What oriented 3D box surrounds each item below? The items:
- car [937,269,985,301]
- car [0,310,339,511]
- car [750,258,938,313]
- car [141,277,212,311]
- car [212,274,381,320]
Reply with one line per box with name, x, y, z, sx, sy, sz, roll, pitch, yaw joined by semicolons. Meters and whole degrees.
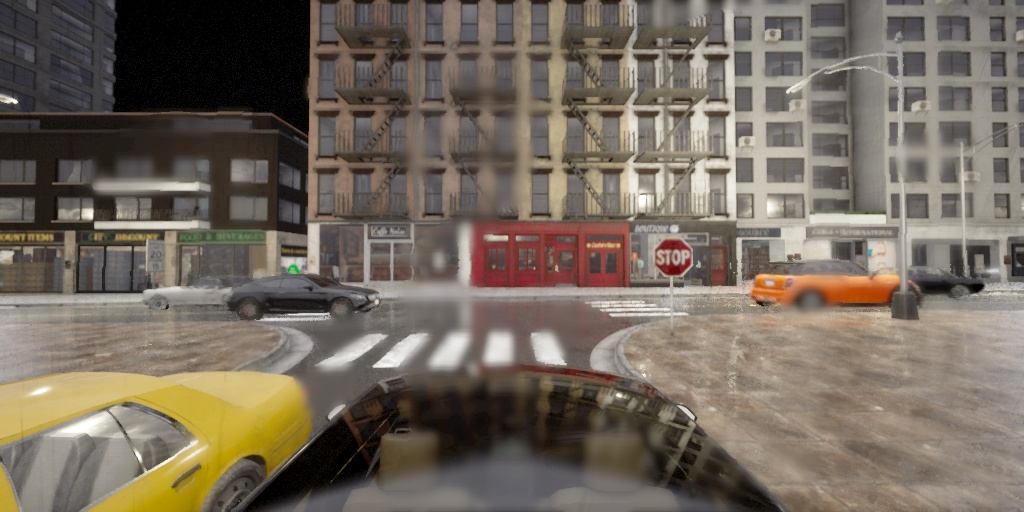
car;16.365;1.164;15.040;4.718;1.301;1.895;-1;-1;0
car;-2.636;1.276;1.176;1.751;1.417;4.829;0;0;0
car;10.799;0.919;12.124;4.553;1.767;2.097;-1;-1;-1
car;-12.302;1.537;14.940;4.718;1.301;1.895;-1;-1;0
car;-6.865;1.320;12.014;4.674;1.442;1.812;-1;-1;0
